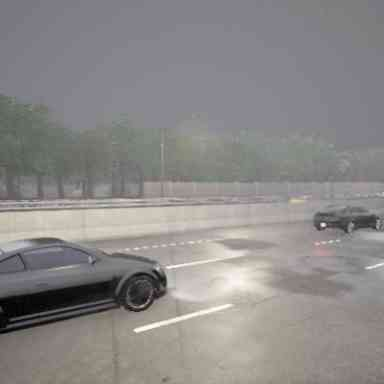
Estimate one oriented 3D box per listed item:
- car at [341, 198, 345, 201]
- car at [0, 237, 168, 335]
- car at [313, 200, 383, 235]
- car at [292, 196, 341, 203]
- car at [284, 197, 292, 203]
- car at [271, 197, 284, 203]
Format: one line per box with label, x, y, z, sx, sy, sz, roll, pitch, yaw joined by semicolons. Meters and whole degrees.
car;17.570;1.332;42.090;4.902;1.511;2.128;0;0;-35
car;-2.544;1.558;6.227;4.181;1.385;1.994;0;0;-35
car;8.731;1.431;18.526;4.892;1.490;1.837;0;0;-35
car;13.001;1.224;34.621;4.553;1.767;2.097;0;0;-35
car;15.073;1.319;44.615;5.008;1.535;1.882;0;0;-35
car;13.217;1.405;47.581;4.181;1.385;1.994;0;0;-35
